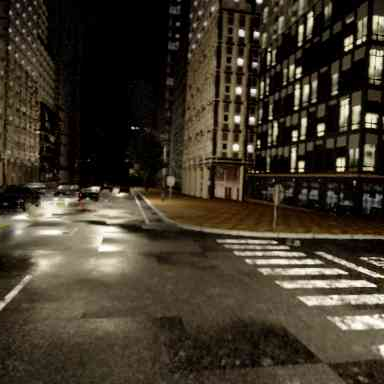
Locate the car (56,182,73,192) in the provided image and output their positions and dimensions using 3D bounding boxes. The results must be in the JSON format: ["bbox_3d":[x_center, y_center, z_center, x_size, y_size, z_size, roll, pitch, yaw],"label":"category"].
[{"bbox_3d":[-21.248,-0.805,55.479,1.837,1.490,4.892,2,1,-11],"label":"car"}]

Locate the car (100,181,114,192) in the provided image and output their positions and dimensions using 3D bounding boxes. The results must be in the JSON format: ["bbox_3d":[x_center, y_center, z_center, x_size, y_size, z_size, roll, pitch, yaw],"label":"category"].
[{"bbox_3d":[-15.489,-1.027,60.477,2.150,2.045,5.566,2,1,-11],"label":"car"}]

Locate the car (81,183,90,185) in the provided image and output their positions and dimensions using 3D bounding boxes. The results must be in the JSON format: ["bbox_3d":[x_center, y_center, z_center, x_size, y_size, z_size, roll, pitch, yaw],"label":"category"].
[{"bbox_3d":[-18.060,-0.688,56.104,1.837,1.490,4.892,2,1,-11],"label":"car"}]

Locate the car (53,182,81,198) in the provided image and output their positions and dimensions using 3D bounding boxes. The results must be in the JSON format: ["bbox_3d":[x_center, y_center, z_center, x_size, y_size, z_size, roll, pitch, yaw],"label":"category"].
[{"bbox_3d":[-14.798,-0.125,38.941,2.033,1.411,5.357,2,1,-11],"label":"car"}]

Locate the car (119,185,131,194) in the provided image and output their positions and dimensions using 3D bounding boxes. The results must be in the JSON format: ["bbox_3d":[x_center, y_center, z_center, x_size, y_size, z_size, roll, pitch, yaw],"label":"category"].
[{"bbox_3d":[-11.147,-0.448,55.129,1.882,1.535,5.008,2,1,-11],"label":"car"}]

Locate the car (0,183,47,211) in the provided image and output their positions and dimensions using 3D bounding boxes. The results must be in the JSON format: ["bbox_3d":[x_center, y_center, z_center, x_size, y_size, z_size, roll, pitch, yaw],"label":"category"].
[{"bbox_3d":[-11.558,0.367,22.279,1.882,1.535,5.008,2,1,-11],"label":"car"}]

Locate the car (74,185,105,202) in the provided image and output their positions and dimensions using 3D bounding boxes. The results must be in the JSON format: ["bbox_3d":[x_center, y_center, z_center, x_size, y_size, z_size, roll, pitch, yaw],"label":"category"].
[{"bbox_3d":[-10.263,0.259,33.601,1.895,1.301,4.718,2,1,-11],"label":"car"}]
